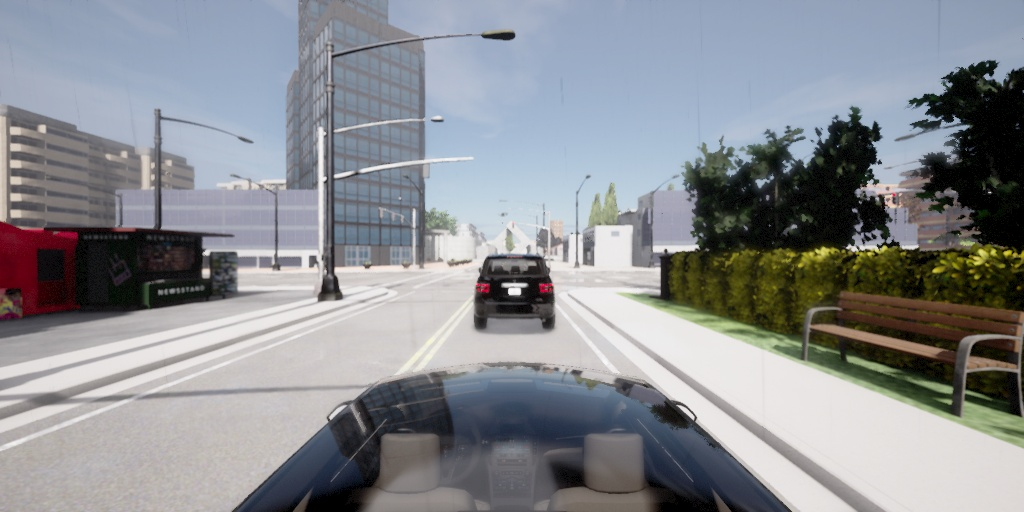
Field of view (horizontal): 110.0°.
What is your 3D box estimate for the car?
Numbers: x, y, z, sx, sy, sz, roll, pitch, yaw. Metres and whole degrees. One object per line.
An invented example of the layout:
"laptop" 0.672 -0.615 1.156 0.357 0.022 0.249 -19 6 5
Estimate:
"car" 0.080 0.936 11.281 2.150 2.045 5.566 0 0 0
